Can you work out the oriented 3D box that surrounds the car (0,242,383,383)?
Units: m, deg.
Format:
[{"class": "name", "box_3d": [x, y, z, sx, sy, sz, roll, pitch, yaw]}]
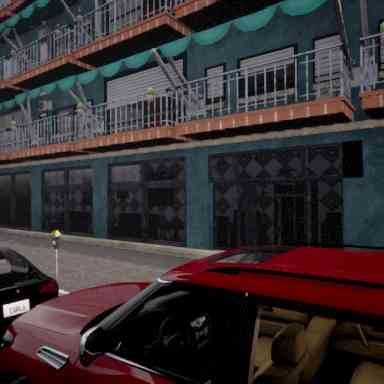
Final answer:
[{"class": "car", "box_3d": [0.608, 1.315, 2.303, 5.009, 1.841, 2.192, 0, -1, 36]}]
